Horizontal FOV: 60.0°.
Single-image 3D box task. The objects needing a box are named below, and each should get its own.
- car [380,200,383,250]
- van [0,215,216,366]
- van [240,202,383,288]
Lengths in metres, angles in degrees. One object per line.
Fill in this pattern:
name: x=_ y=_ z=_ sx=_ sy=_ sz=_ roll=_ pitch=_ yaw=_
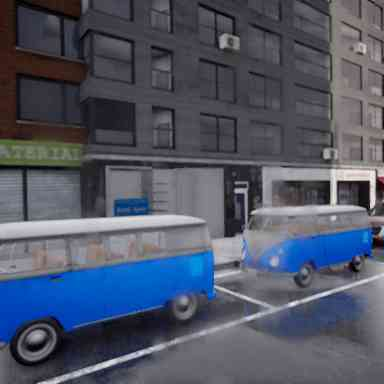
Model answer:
car: x=7.614 y=1.178 z=11.964 sx=5.009 sy=1.841 sz=2.192 roll=-1 pitch=0 yaw=-35
van: x=-1.485 y=1.321 z=5.484 sx=3.998 sy=1.788 sz=1.690 roll=-1 pitch=0 yaw=-35
van: x=3.065 y=1.263 z=8.724 sx=3.998 sy=1.788 sz=1.690 roll=-1 pitch=0 yaw=-35
